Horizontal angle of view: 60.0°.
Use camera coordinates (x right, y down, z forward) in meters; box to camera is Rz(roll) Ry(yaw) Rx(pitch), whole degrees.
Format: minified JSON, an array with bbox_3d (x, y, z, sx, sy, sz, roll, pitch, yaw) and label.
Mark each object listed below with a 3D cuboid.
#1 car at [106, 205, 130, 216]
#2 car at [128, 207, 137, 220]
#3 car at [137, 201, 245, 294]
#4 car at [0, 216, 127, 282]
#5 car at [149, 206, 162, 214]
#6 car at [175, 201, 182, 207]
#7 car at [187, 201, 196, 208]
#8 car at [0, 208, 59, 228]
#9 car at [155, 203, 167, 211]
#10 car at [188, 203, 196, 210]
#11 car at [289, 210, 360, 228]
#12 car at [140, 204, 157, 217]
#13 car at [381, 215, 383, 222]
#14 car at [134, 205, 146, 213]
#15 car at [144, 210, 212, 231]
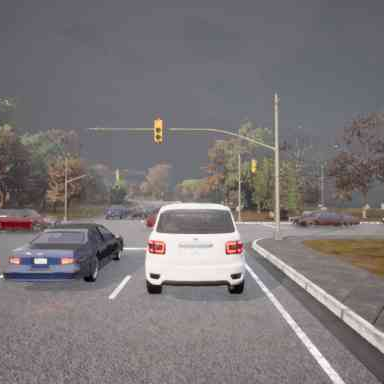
[{"bbox_3d":[-10.630,2.807,47.135,2.150,2.045,5.566,0,-2,-2],"label":"car"},{"bbox_3d":[-7.108,3.143,45.776,1.895,1.301,4.718,0,-2,-1],"label":"car"},{"bbox_3d":[0.079,1.320,9.162,2.150,2.045,5.566,0,-1,0],"label":"car"},{"bbox_3d":[-3.422,1.664,10.015,2.033,1.411,5.357,0,-1,0],"label":"car"},{"bbox_3d":[-7.070,3.480,65.226,1.895,1.301,4.718,0,0,1],"label":"car"},{"bbox_3d":[-3.634,3.092,87.425,1.882,1.535,5.008,0,0,-3],"label":"car"},{"bbox_3d":[-0.158,3.285,87.779,1.837,1.490,4.892,0,0,-3],"label":"car"},{"bbox_3d":[-11.203,1.903,22.650,4.553,1.767,2.097,0,-3,6],"label":"car"},{"bbox_3d":[-7.035,3.379,75.923,2.033,1.411,5.357,0,0,0],"label":"car"},{"bbox_3d":[-0.036,3.331,77.628,1.837,1.490,4.892,0,0,0],"label":"car"},{"bbox_3d":[11.703,2.387,29.125,5.357,1.411,2.033,0,-3,-1],"label":"car"},{"bbox_3d":[-7.116,3.006,55.304,2.150,2.045,5.566,0,-1,0],"label":"car"},{"bbox_3d":[21.402,2.505,33.008,4.902,1.511,2.128,0,-3,-3],"label":"car"},{"bbox_3d":[-10.541,3.479,67.711,1.895,1.301,4.718,0,0,0],"label":"car"},{"bbox_3d":[-1.005,2.153,25.448,5.008,1.535,1.882,0,-2,2],"label":"car"}]
